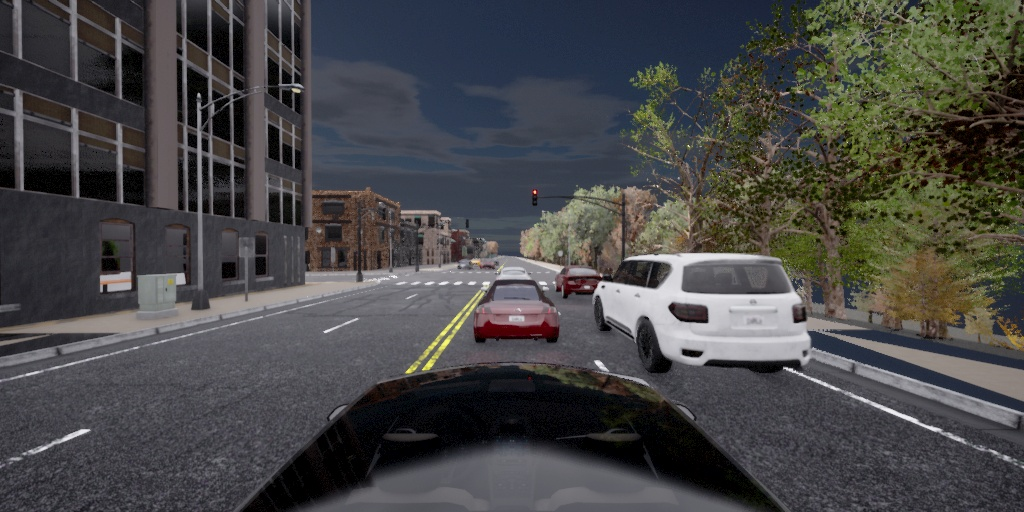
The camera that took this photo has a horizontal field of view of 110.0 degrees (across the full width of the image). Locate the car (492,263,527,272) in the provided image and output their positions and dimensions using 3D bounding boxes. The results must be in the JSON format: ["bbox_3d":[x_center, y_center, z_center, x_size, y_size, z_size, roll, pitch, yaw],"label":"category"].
[{"bbox_3d":[0.060,1.270,18.418,1.812,1.442,4.674,0,0,-2],"label":"car"}]

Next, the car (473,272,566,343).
[{"bbox_3d":[0.084,1.311,9.674,1.994,1.385,4.181,0,0,0],"label":"car"}]

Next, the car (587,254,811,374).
[{"bbox_3d":[3.341,0.971,7.658,2.150,2.045,5.566,0,0,0],"label":"car"}]

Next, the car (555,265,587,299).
[{"bbox_3d":[3.316,1.222,18.193,1.882,1.535,5.008,0,0,1],"label":"car"}]

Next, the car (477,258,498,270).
[{"bbox_3d":[-3.478,1.086,51.432,2.097,1.767,4.553,0,0,0],"label":"car"}]

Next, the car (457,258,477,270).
[{"bbox_3d":[-6.728,1.225,51.487,2.128,1.511,4.902,0,0,0],"label":"car"}]
